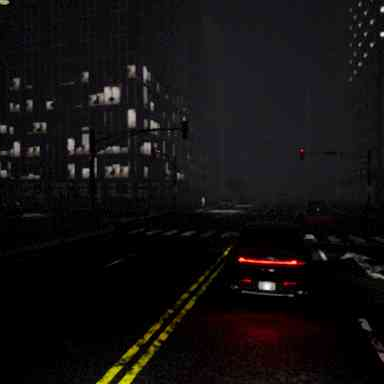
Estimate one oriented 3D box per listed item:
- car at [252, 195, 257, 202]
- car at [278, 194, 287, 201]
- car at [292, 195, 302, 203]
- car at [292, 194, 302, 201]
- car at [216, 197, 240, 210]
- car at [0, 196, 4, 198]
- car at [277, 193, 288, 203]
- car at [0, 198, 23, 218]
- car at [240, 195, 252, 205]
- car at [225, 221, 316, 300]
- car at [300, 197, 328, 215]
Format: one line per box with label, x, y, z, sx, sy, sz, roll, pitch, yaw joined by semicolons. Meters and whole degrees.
car;12.916;1.448;72.224;1.812;1.442;4.674;0;0;15
car;21.853;1.219;80.149;1.882;1.535;5.008;0;0;15
car;22.208;1.457;69.240;2.033;1.411;5.357;0;0;15
car;24.985;1.293;79.282;1.994;1.385;4.181;0;0;15
car;4.492;1.494;42.137;1.812;1.442;4.674;0;0;16
car;-18.448;1.146;31.216;4.553;1.767;2.097;1;1;17
car;19.084;1.143;70.137;2.150;2.045;5.566;0;0;15
car;-16.227;1.431;27.726;4.313;1.339;1.947;1;1;17
car;8.620;1.475;56.998;1.812;1.442;4.674;0;0;16
car;2.041;1.499;8.524;1.837;1.490;4.892;0;0;15
car;12.423;1.455;33.476;2.128;1.511;4.902;0;0;15
